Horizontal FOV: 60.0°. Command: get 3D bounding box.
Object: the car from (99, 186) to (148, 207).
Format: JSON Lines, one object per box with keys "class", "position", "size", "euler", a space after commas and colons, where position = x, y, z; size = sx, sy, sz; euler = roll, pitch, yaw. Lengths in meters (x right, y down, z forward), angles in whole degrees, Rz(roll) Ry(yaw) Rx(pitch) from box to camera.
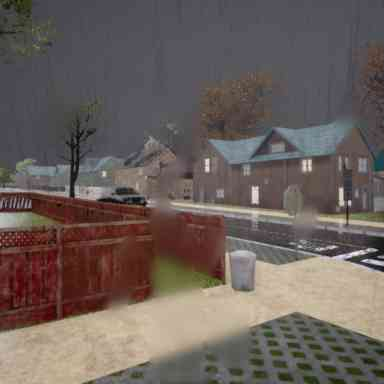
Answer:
{"class": "car", "position": [-5.692, 0.567, 26.975], "size": [2.150, 2.045, 5.566], "euler": [-1, 2, -36]}
